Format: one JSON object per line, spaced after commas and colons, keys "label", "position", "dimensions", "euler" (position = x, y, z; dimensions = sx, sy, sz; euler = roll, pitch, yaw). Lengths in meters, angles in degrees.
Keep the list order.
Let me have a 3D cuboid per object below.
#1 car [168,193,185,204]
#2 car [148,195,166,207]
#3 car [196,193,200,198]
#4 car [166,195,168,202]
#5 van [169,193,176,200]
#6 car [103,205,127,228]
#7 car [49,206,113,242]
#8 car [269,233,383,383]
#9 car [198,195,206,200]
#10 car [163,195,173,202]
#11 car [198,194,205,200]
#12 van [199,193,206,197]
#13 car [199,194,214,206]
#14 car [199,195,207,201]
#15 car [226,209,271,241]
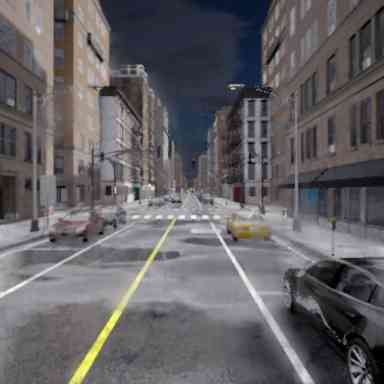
{"label": "car", "position": [-2.765, 1.445, 60.162], "dimensions": [1.882, 1.535, 5.008], "euler": [0, 2, 0]}
{"label": "car", "position": [-5.401, 1.496, 48.688], "dimensions": [2.008, 1.369, 4.403], "euler": [0, 0, 0]}
{"label": "car", "position": [2.627, 1.229, 75.722], "dimensions": [2.192, 1.841, 5.009], "euler": [0, 0, 0]}
{"label": "car", "position": [-5.407, 1.465, 53.924], "dimensions": [1.752, 1.417, 4.829], "euler": [0, 0, 0]}
{"label": "van", "position": [-5.452, 1.236, 91.937], "dimensions": [1.690, 1.788, 3.998], "euler": [0, 0, 0]}
{"label": "car", "position": [-5.392, 1.528, 21.812], "dimensions": [2.008, 1.369, 4.403], "euler": [0, 0, 0]}
{"label": "car", "position": [-5.391, 1.566, 16.131], "dimensions": [1.802, 1.307, 4.206], "euler": [0, 0, 0]}
{"label": "car", "position": [2.637, 1.561, 4.772], "dimensions": [1.947, 1.339, 4.313], "euler": [0, 0, 0]}
{"label": "car", "position": [2.627, 1.452, 86.535], "dimensions": [2.008, 1.369, 4.403], "euler": [0, 0, 0]}
{"label": "car", "position": [-5.433, 1.439, 75.549], "dimensions": [1.752, 1.417, 4.829], "euler": [0, 0, 0]}
{"label": "car", "position": [2.627, 1.420, 92.110], "dimensions": [1.752, 1.417, 4.829], "euler": [0, 0, 0]}
{"label": "van", "position": [2.627, 1.274, 59.503], "dimensions": [1.690, 1.788, 3.998], "euler": [0, 0, 0]}
{"label": "car", "position": [2.627, 1.490, 54.097], "dimensions": [2.008, 1.369, 4.403], "euler": [0, 0, 0]}
{"label": "car", "position": [2.627, 1.473, 81.129], "dimensions": [1.947, 1.339, 4.313], "euler": [0, 0, 0]}
{"label": "car", "position": [2.634, 1.509, 16.304], "dimensions": [1.752, 1.417, 4.829], "euler": [0, 0, 0]}
